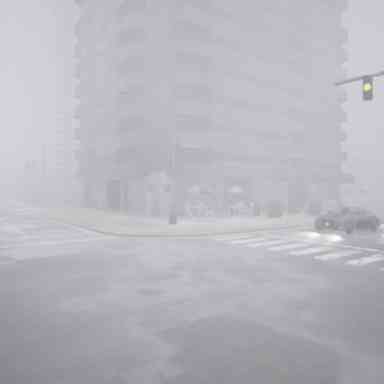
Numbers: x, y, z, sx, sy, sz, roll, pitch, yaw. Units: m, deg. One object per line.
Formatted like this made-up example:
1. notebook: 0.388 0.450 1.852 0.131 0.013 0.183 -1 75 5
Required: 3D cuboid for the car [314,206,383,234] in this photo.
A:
1. car: 8.802 1.517 18.858 4.181 1.385 1.994 0 0 -36
